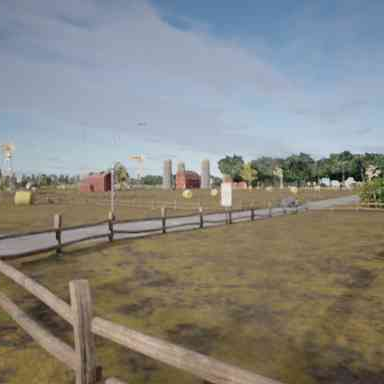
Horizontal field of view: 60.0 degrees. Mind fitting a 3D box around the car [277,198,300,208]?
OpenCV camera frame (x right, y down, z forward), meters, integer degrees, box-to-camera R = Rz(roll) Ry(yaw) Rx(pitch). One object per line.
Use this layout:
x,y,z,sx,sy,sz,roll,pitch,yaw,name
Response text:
14.435,1.582,49.581,2.033,1.411,5.357,-1,0,36,car
